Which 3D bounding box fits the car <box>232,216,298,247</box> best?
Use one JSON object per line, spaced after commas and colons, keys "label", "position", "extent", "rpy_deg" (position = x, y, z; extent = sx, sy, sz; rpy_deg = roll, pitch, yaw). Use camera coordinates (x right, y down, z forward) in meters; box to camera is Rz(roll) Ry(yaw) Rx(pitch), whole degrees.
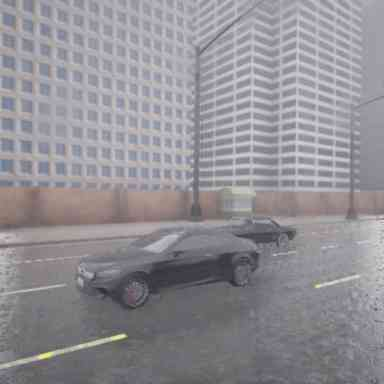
{"label": "car", "position": [2.267, 1.722, 14.145], "extent": [4.718, 1.301, 1.895], "rpy_deg": [1, 0, -35]}

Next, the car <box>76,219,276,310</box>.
{"label": "car", "position": [-0.333, 1.576, 8.030], "extent": [4.674, 1.442, 1.812], "rpy_deg": [1, -1, -35]}
